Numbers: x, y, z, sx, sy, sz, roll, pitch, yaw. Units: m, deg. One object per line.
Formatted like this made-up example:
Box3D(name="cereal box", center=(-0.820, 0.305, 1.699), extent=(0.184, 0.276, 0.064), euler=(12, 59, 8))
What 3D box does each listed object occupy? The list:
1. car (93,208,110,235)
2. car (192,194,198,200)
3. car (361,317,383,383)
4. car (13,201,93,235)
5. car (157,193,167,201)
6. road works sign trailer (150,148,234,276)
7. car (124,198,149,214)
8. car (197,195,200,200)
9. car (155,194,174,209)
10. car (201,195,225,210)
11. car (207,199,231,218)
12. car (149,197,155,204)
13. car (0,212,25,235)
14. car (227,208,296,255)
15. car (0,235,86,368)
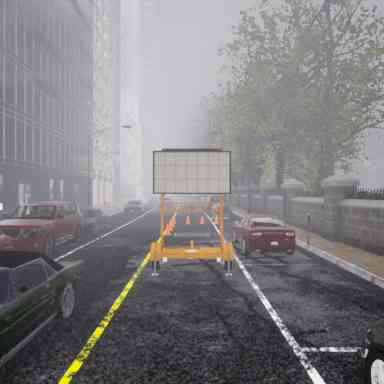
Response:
Box3D(name="car", center=(-5.835, 1.552, 18.565), extent=(1.947, 1.339, 4.313), euler=(0, 0, 0))
Box3D(name="car", center=(1.169, 1.322, 85.303), extent=(2.008, 1.369, 4.403), euler=(0, 0, -2))
Box3D(name="car", center=(2.692, 1.551, 1.938), extent=(2.008, 1.369, 4.403), euler=(0, 0, 0))
Box3D(name="car", center=(-5.834, 1.309, 13.003), extent=(2.192, 1.841, 5.009), euler=(0, 0, 0))
Box3D(name="car", center=(-7.211, 1.105, 79.781), extent=(2.192, 1.841, 5.009), euler=(0, 0, -2))
Box3D(name="road works sign trailer", center=(-0.002, 0.460, 10.340), extent=(2.380, 3.560, 2.880), euler=(0, 0, 0))
Box3D(name="car", center=(-6.034, 1.512, 35.311), extent=(1.947, 1.339, 4.313), euler=(0, 0, -1))
Box3D(name="car", center=(2.201, 1.461, 46.399), extent=(2.008, 1.369, 4.403), euler=(0, 0, -2))
Box3D(name="car", center=(-3.431, 1.395, 43.938), extent=(1.882, 1.535, 5.008), euler=(0, 0, -2))
Box3D(name="car", center=(2.497, 1.263, 35.282), extent=(2.192, 1.841, 5.009), euler=(0, 0, -2))
Box3D(name="car", center=(2.616, 1.545, 29.717), extent=(1.802, 1.307, 4.206), euler=(0, 0, -1))
Box3D(name="car", center=(-6.623, 1.452, 57.551), extent=(1.802, 1.307, 4.206), euler=(0, 0, -2))
Box3D(name="car", center=(-5.834, 1.438, 7.445), extent=(1.967, 1.590, 4.097), euler=(0, 0, 0))
Box3D(name="car", center=(2.691, 1.538, 13.060), extent=(1.887, 1.381, 4.507), euler=(0, 0, 0))
Box3D(name="car", center=(-3.101, 1.600, 4.566), extent=(1.895, 1.301, 4.718), euler=(0, 0, 0))
